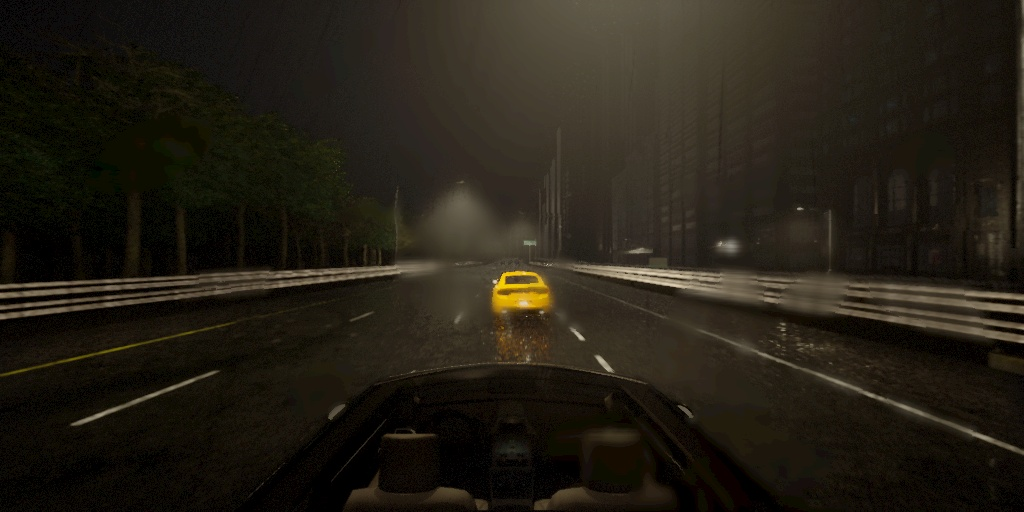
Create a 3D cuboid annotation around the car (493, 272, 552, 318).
[{"bbox_3d":[0.302,1.343,13.670,1.882,1.535,5.008,0,0,-2],"label":"car"}]
